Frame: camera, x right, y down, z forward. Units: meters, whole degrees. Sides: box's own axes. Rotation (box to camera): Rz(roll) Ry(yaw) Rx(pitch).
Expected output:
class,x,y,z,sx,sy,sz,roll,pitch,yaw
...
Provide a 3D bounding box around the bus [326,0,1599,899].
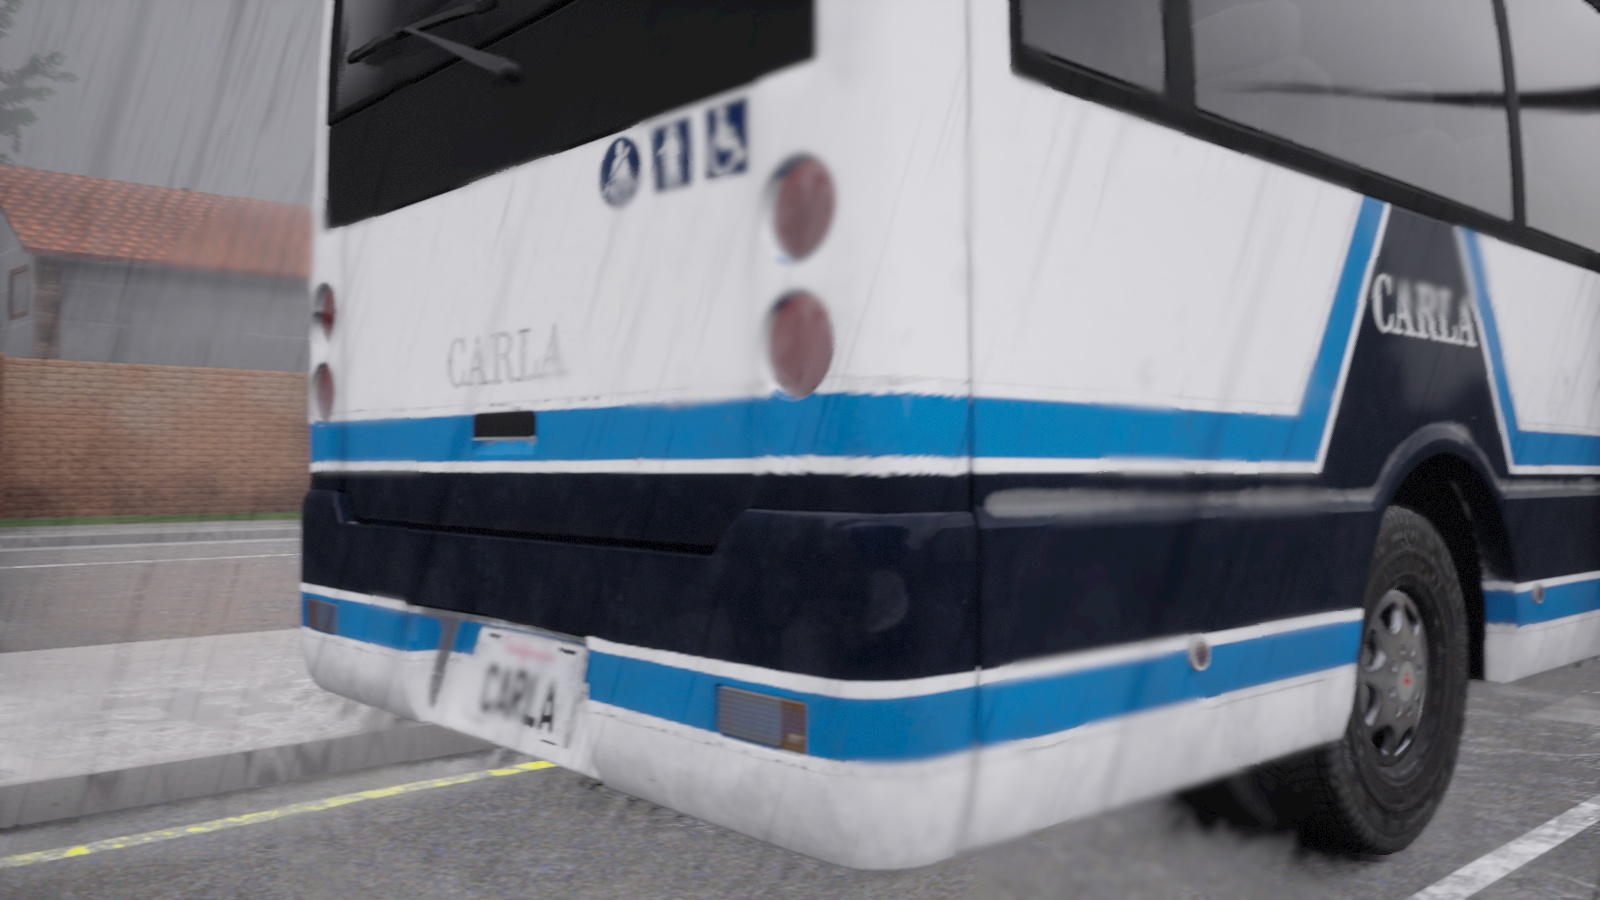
class,x,y,z,sx,sy,sz,roll,pitch,yaw
bus,3.117,-0.617,7.366,10.273,4.253,3.944,1,-1,-42
